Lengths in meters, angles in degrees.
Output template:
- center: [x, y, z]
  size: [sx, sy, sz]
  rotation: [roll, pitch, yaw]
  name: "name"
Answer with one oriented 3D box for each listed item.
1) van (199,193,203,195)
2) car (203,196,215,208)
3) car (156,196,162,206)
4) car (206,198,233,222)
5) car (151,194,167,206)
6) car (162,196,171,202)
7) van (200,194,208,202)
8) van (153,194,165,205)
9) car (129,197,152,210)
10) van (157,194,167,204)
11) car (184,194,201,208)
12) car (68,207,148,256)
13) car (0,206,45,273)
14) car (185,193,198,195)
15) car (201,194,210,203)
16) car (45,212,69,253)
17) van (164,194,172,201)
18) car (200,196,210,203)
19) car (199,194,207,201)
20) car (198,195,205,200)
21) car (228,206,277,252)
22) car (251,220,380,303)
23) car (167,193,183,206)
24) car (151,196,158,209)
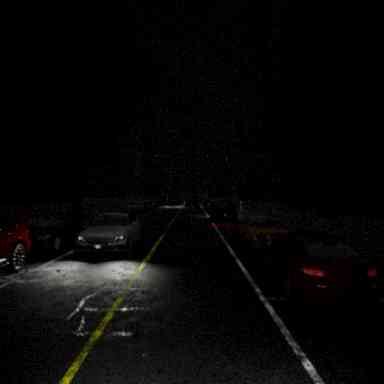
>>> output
- center: [2.744, 1.346, 64.690]
  size: [1.690, 1.788, 3.998]
  rotation: [0, 0, 0]
  name: "van"
- center: [2.750, 1.549, 41.979]
  size: [2.008, 1.369, 4.403]
  rotation: [0, 0, 0]
  name: "car"
- center: [-5.776, 1.581, 47.646]
  size: [1.802, 1.307, 4.206]
  rotation: [0, 0, 0]
  name: "car"
- center: [2.353, 1.473, 26.002]
  size: [1.882, 1.535, 5.008]
  rotation: [0, 0, 0]
  name: "car"
- center: [-5.778, 1.315, 53.323]
  size: [2.192, 1.841, 5.009]
  rotation: [0, 0, 0]
  name: "car"
- center: [-5.783, 1.591, 76.033]
  size: [1.802, 1.307, 4.206]
  rotation: [0, 0, 0]
  name: "car"
- center: [2.741, 1.351, 76.045]
  size: [1.690, 1.788, 3.998]
  rotation: [0, 0, 0]
  name: "van"
- center: [-5.779, 1.343, 59.001]
  size: [1.690, 1.788, 3.998]
  rotation: [0, 0, 0]
  name: "van"
- center: [-5.773, 1.522, 36.121]
  size: [1.752, 1.417, 4.829]
  rotation: [0, 0, 0]
  name: "car"
- center: [-5.781, 1.345, 64.678]
  size: [1.690, 1.788, 3.998]
  rotation: [0, 0, 0]
  name: "van"
- center: [0.004, 1.506, 47.594]
  size: [1.837, 1.490, 4.892]
  rotation: [0, 0, 0]
  name: "car"
- center: [-3.105, 1.522, 13.276]
  size: [1.812, 1.442, 4.674]
  rotation: [0, 0, 0]
  name: "car"
- center: [-5.766, 1.312, 7.904]
  size: [2.192, 1.841, 5.009]
  rotation: [0, 0, 0]
  name: "car"
- center: [-0.016, 1.509, 62.645]
  size: [1.837, 1.490, 4.892]
  rotation: [0, 0, 0]
  name: "car"
- center: [2.749, 1.439, 47.656]
  size: [1.967, 1.590, 4.097]
  rotation: [0, 0, 0]
  name: "car"
- center: [-5.767, 1.547, 13.581]
  size: [2.008, 1.369, 4.403]
  rotation: [0, 0, 0]
  name: "car"
- center: [-5.785, 1.354, 81.711]
  size: [1.690, 1.788, 3.998]
  rotation: [0, 0, 0]
  name: "van"
- center: [2.743, 1.552, 70.367]
  size: [1.887, 1.381, 4.507]
  rotation: [0, 0, 0]
  name: "car"
- center: [2.739, 1.456, 87.400]
  size: [1.967, 1.590, 4.097]
  rotation: [0, 0, 0]
  name: "car"
- center: [2.737, 1.602, 93.077]
  size: [1.802, 1.307, 4.206]
  rotation: [0, 0, 0]
  name: "car"
- center: [2.758, 1.522, 13.761]
  size: [1.752, 1.417, 4.829]
  rotation: [0, 0, 0]
  name: "car"
- center: [2.759, 1.580, 7.913]
  size: [1.802, 1.307, 4.206]
  rotation: [0, 0, 0]
  name: "car"
- center: [-3.069, 1.216, 55.070]
  size: [2.150, 2.045, 5.566]
  rotation: [0, 0, 0]
  name: "car"
- center: [-5.775, 1.580, 41.968]
  size: [1.802, 1.307, 4.206]
  rotation: [0, 0, 0]
  name: "car"
